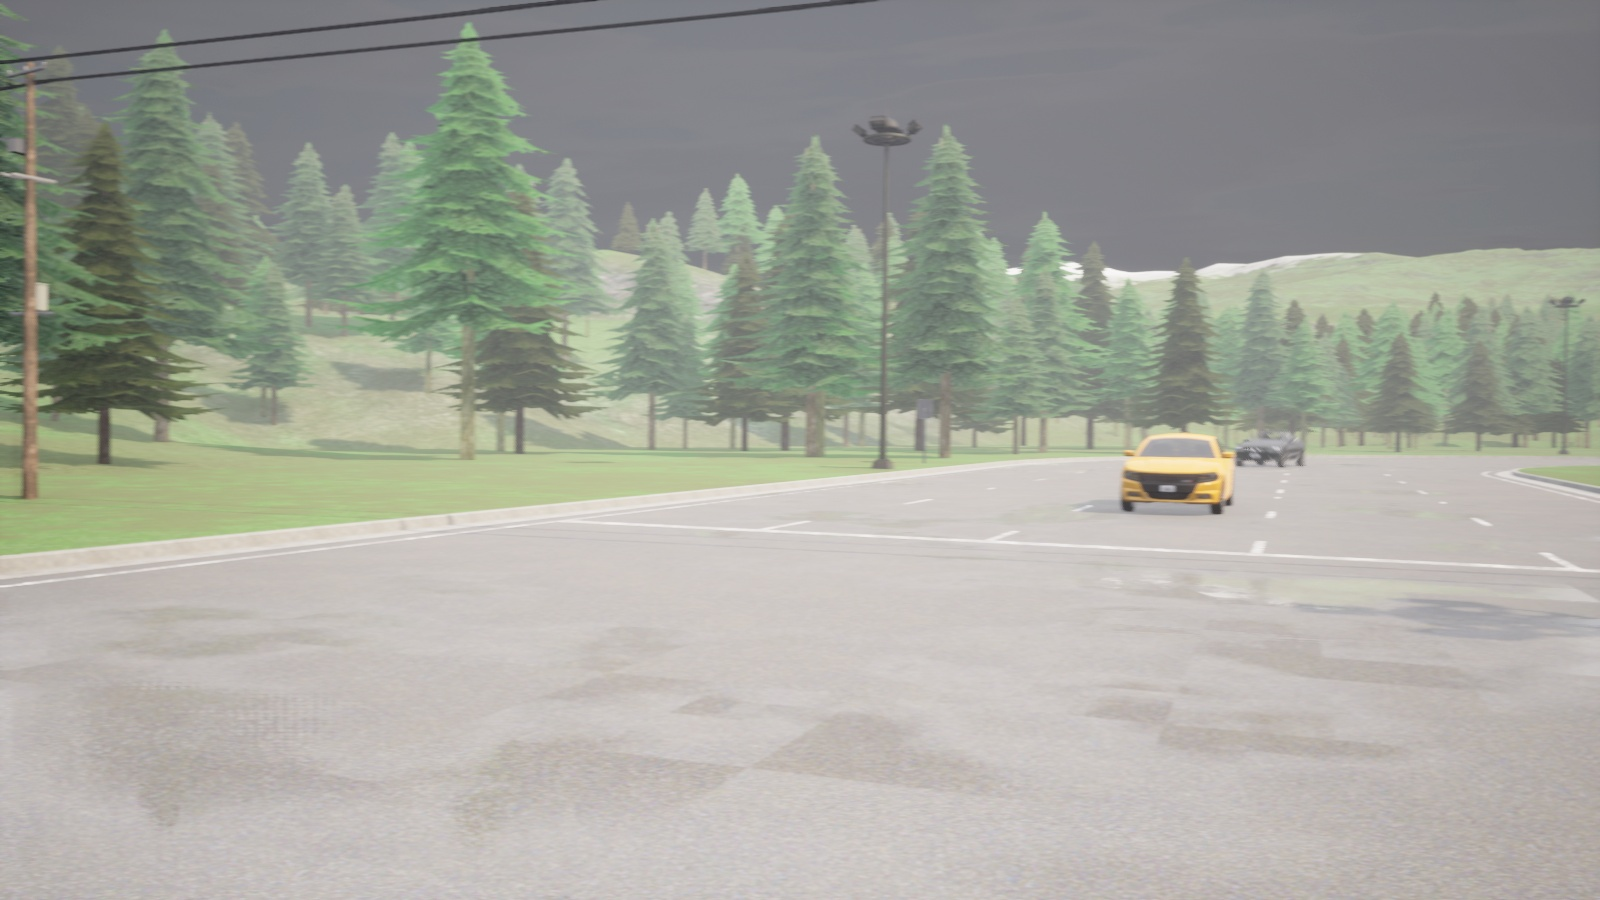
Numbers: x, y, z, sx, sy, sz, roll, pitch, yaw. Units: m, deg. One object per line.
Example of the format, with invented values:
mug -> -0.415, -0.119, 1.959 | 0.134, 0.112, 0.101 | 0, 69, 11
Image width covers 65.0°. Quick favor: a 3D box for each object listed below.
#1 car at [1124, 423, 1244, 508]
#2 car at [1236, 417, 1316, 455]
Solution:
car -> 7.848, 0.238, 25.347 | 1.882, 1.535, 5.008 | 0, 1, 22
car -> 21.693, -0.675, 57.131 | 2.152, 1.651, 5.027 | 0, 1, 36
